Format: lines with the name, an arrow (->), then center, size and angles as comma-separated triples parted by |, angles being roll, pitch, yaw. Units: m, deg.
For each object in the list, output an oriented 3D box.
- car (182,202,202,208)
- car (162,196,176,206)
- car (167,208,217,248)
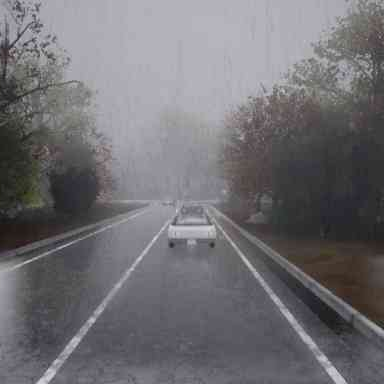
car -> 0.000, 1.573, 29.679 | 1.895, 1.301, 4.718 | 0, 0, 0
car -> -3.500, 1.444, 51.649 | 2.128, 1.511, 4.902 | 0, 0, 0
car -> 0.000, 1.596, 14.679 | 1.895, 1.301, 4.718 | 0, 0, 0
